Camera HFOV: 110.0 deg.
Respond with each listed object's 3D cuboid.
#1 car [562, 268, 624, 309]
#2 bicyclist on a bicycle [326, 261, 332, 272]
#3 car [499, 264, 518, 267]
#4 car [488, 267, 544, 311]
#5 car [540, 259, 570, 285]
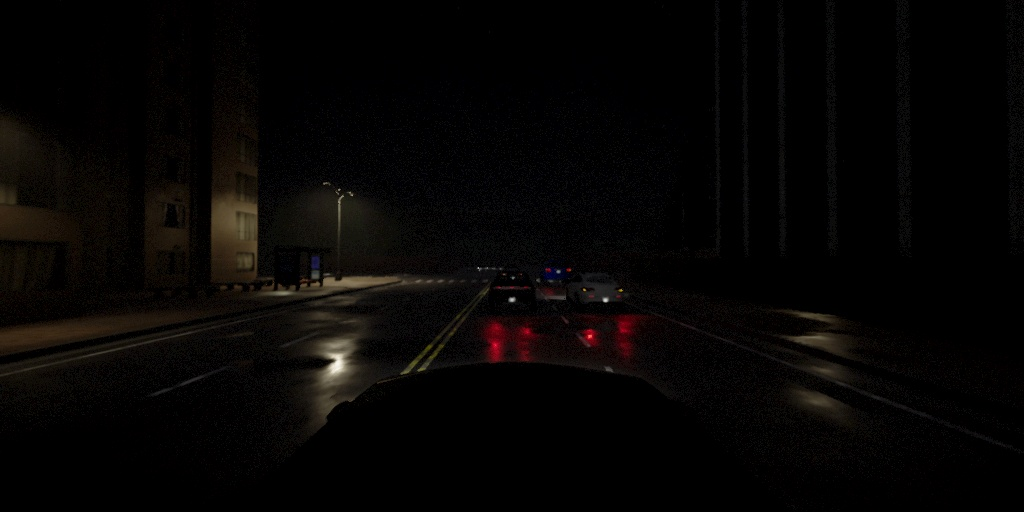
[{"bbox_3d":[3.526,1.429,15.729,1.812,1.442,4.674,0,0,1],"label":"car"},{"bbox_3d":[-27.270,1.561,53.456,0.582,1.620,1.656,0,0,0],"label":"bicyclist on a bicycle"},{"bbox_3d":[0.020,1.592,30.727,1.812,1.442,4.674,0,0,0],"label":"car"},{"bbox_3d":[0.020,1.392,15.340,2.128,1.511,4.902,0,0,0],"label":"car"},{"bbox_3d":[3.529,1.277,29.412,2.150,2.045,5.566,0,0,1],"label":"car"}]
